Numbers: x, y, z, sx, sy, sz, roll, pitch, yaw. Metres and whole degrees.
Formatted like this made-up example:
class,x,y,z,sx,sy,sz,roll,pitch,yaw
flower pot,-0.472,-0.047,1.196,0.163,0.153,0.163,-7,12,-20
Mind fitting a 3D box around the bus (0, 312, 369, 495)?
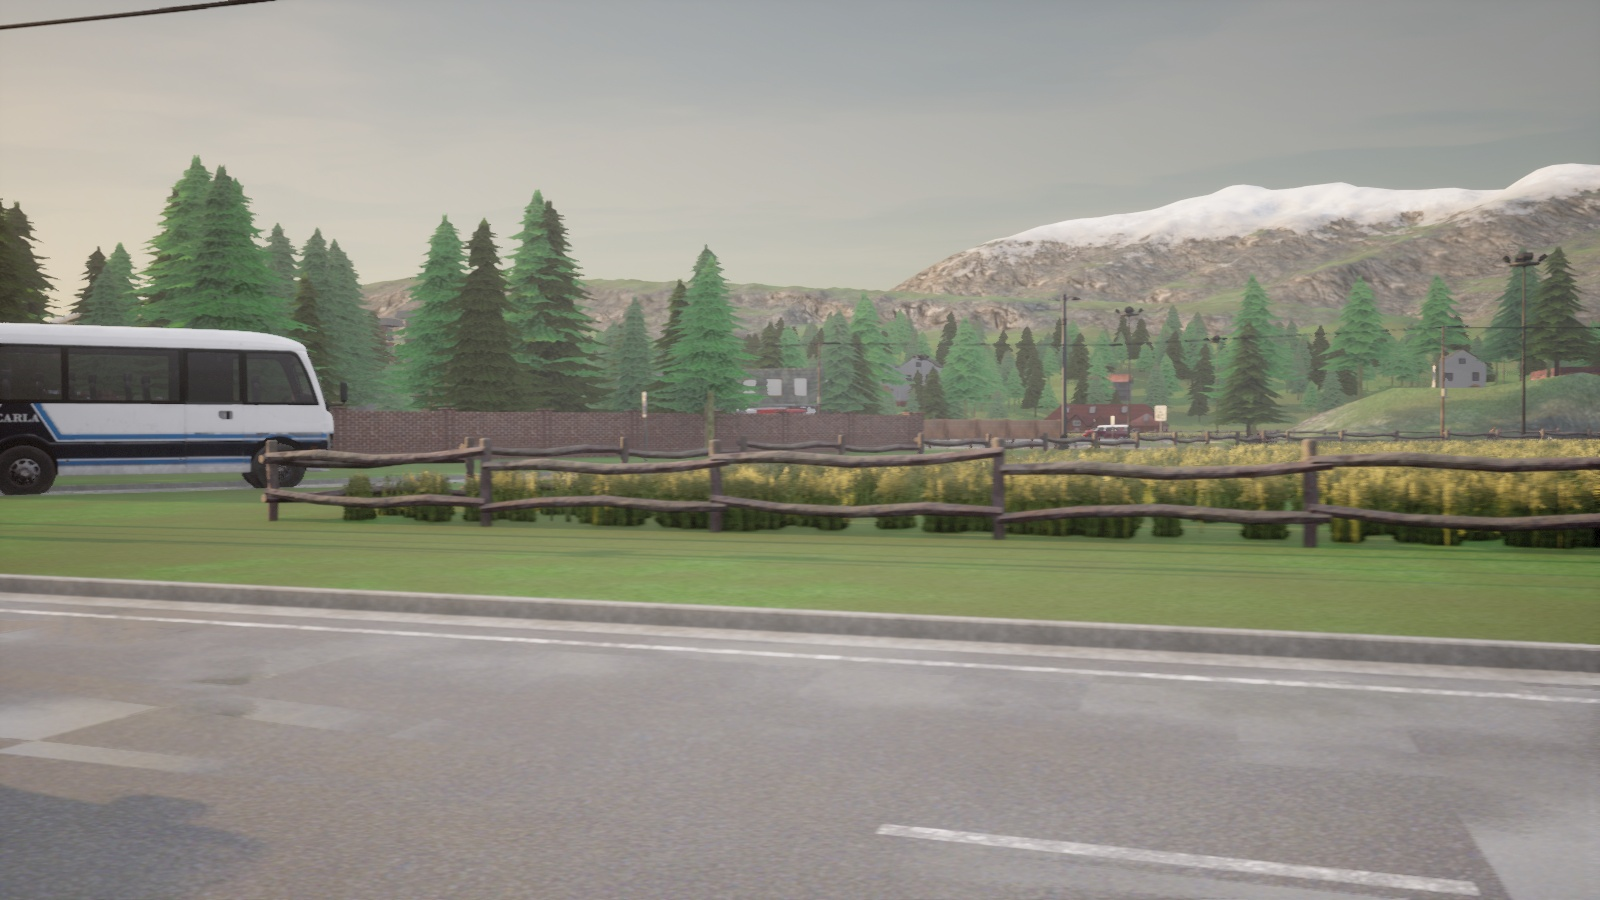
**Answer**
class,x,y,z,sx,sy,sz,roll,pitch,yaw
bus,-16.867,-1.132,32.392,10.273,4.253,3.944,0,1,-30
